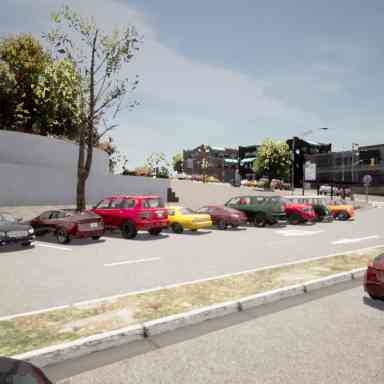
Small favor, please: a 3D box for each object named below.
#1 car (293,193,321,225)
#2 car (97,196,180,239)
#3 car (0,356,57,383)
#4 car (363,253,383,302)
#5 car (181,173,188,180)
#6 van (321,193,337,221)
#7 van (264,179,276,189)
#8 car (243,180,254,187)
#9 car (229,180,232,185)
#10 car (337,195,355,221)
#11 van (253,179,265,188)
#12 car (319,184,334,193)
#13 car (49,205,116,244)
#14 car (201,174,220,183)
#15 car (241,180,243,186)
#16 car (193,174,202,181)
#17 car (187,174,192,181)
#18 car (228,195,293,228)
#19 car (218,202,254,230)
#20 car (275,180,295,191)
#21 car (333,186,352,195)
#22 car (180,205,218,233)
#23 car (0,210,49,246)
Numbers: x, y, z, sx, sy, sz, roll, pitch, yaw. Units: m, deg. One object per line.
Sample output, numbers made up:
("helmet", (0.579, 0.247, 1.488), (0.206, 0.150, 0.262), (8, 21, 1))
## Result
("car", (6.116, 1.267, 24.480), (5.566, 2.045, 2.435), (-1, -1, 35))
("car", (-3.750, 1.248, 17.562), (5.566, 2.045, 2.435), (-1, -1, 35))
("car", (-2.882, 1.504, 1.076), (4.892, 1.490, 1.837), (0, 0, -35))
("car", (5.558, 1.574, 7.103), (4.181, 1.385, 1.994), (0, 0, -34))
("car", (-0.068, -4.084, 93.304), (2.185, 1.767, 4.553), (4, 1, 33))
("van", (8.655, 1.297, 26.150), (4.442, 1.987, 1.878), (-1, -1, 35))
("van", (17.291, -1.490, 68.614), (1.878, 1.987, 4.442), (7, 4, 35))
("car", (13.987, -1.811, 73.816), (1.946, 1.575, 5.366), (7, 3, 35))
("car", (10.413, -2.316, 78.599), (2.002, 1.452, 4.674), (7, 3, 35))
("car", (11.064, 1.404, 27.900), (4.553, 1.767, 2.185), (-1, -1, 35))
("van", (15.562, -1.763, 71.085), (1.878, 1.987, 4.442), (7, 4, 35))
("car", (24.262, -0.425, 58.866), (2.435, 2.045, 5.566), (7, 3, 35))
("car", (-6.195, 1.524, 15.816), (4.792, 1.488, 2.163), (-1, -1, 35))
("car", (5.308, -3.175, 86.109), (1.946, 1.575, 5.366), (7, 3, 34))
("car", (12.156, -2.043, 76.137), (2.002, 1.452, 4.674), (7, 4, 35))
("car", (3.457, -3.698, 88.368), (2.435, 2.045, 5.566), (7, 3, 34))
("car", (1.662, -3.849, 90.834), (2.185, 1.767, 4.553), (6, 3, 34))
("car", (3.603, 1.263, 22.775), (5.566, 2.045, 2.435), (-1, -1, 35))
("car", (1.176, 1.549, 21.017), (4.674, 1.452, 2.002), (-1, -1, 35))
("car", (19.051, -0.991, 66.252), (2.231, 1.521, 4.892), (7, 3, 35))
("car", (25.953, 0.137, 56.394), (2.002, 1.452, 4.674), (7, 3, 35))
("car", (-1.431, 1.503, 19.389), (5.366, 1.575, 1.946), (-1, -1, 35))
("car", (-8.615, 1.493, 14.070), (4.892, 1.521, 2.231), (-1, -1, 35))
